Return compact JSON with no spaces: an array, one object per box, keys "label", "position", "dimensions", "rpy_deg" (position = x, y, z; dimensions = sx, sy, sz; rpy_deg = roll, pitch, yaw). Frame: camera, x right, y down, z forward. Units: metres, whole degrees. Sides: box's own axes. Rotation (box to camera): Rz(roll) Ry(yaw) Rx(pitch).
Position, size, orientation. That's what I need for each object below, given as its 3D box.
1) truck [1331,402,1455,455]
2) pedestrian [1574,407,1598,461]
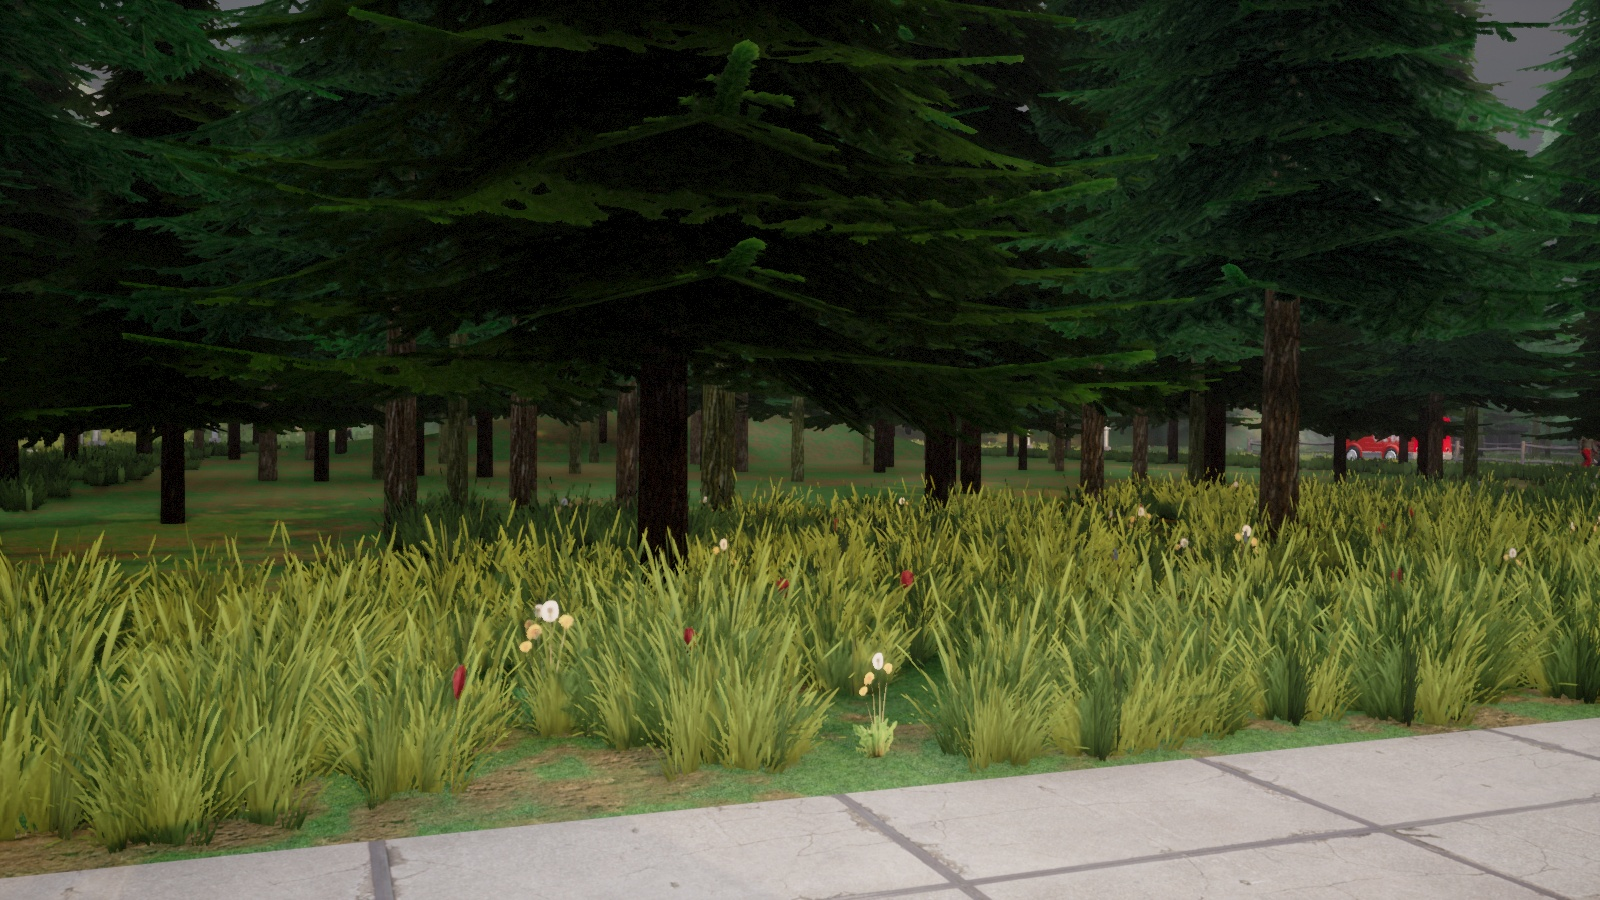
[{"label":"truck","position":[29.091,-1.039,61.828],"dimensions":[2.627,2.467,5.204],"rpy_deg":[-1,1,-20]},{"label":"pedestrian","position":[27.169,-0.567,43.414],"dimensions":[0.353,1.847,0.614],"rpy_deg":[-1,1,-14]}]
